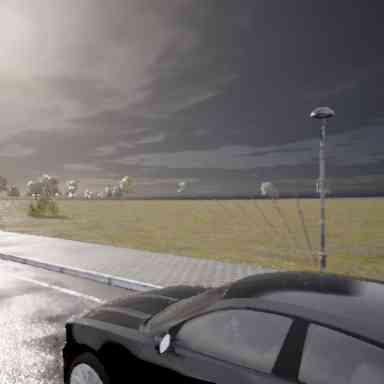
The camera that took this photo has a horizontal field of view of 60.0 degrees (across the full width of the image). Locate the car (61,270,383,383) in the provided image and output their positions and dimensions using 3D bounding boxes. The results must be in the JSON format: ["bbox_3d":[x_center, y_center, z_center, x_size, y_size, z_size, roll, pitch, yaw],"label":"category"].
[{"bbox_3d":[0.856,1.484,2.946,5.008,1.535,1.882,0,0,36],"label":"car"}]
